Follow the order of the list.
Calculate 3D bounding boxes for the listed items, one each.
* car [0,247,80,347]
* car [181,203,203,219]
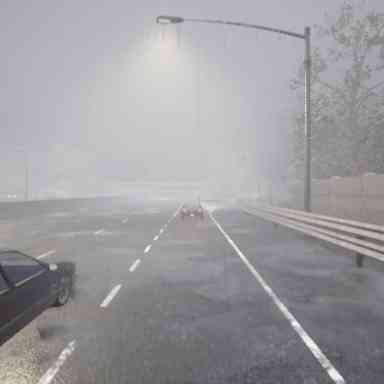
[{"bbox_3d":[-3.397,1.545,4.887,2.033,1.411,5.357,0,0,0],"label":"car"},{"bbox_3d":[0.029,1.592,29.318,1.895,1.301,4.718,0,0,1],"label":"car"}]
